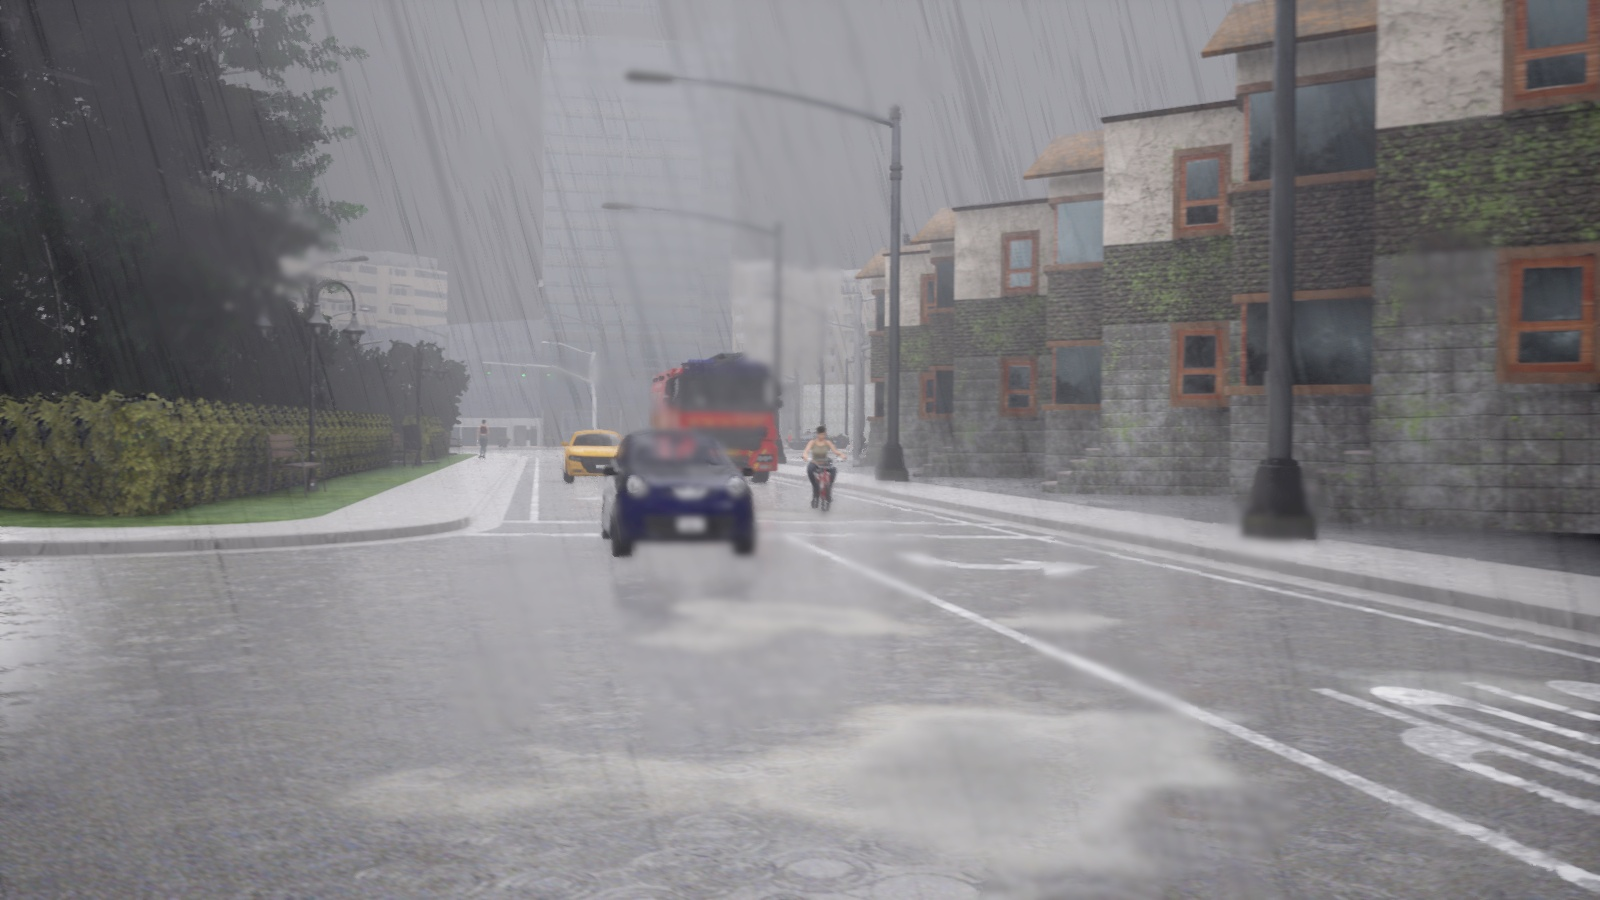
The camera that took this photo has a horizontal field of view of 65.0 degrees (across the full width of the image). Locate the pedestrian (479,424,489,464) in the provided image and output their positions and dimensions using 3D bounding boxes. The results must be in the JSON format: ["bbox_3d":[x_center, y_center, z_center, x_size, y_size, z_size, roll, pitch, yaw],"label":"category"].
[{"bbox_3d":[-14.709,-0.271,58.435,0.345,1.836,0.594,-1,1,-2],"label":"pedestrian"}]

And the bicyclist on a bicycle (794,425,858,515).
[{"bbox_3d":[0.460,0.345,23.380,0.866,1.612,1.509,-1,1,-11],"label":"bicyclist on a bicycle"}]

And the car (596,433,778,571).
[{"bbox_3d":[-1.527,0.544,15.734,1.845,1.501,3.633,-1,1,-12],"label":"car"}]

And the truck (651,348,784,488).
[{"bbox_3d":[-2.750,-0.937,38.703,2.891,3.827,8.468,-1,1,-12],"label":"truck"}]

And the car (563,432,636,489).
[{"bbox_3d":[-5.997,0.256,37.198,1.882,1.535,5.008,-1,1,-12],"label":"car"}]
